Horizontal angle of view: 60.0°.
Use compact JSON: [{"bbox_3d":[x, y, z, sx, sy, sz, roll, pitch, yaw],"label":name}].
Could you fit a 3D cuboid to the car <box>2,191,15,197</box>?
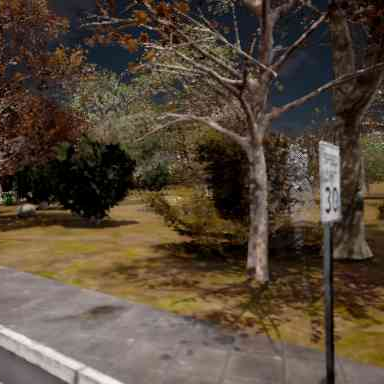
[{"bbox_3d":[-35.869,0.516,65.400,1.882,1.535,5.008,-1,2,8],"label":"car"}]
